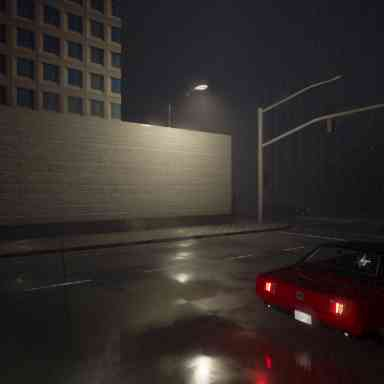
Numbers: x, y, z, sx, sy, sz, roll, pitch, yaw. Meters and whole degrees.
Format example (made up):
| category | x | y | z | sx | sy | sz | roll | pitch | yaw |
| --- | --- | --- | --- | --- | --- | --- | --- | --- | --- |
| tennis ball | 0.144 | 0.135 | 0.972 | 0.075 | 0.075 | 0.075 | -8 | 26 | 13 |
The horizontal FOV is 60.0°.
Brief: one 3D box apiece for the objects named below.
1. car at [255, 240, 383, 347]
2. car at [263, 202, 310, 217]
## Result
| category | x | y | z | sx | sy | sz | roll | pitch | yaw |
| --- | --- | --- | --- | --- | --- | --- | --- | --- | --- |
| car | 3.499 | 1.601 | 6.286 | 4.718 | 1.301 | 1.895 | 0 | 0 | -35 |
| car | 8.832 | 1.656 | 32.020 | 1.895 | 1.301 | 4.718 | 0 | 0 | -36 |
